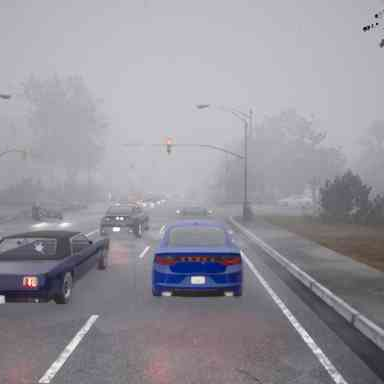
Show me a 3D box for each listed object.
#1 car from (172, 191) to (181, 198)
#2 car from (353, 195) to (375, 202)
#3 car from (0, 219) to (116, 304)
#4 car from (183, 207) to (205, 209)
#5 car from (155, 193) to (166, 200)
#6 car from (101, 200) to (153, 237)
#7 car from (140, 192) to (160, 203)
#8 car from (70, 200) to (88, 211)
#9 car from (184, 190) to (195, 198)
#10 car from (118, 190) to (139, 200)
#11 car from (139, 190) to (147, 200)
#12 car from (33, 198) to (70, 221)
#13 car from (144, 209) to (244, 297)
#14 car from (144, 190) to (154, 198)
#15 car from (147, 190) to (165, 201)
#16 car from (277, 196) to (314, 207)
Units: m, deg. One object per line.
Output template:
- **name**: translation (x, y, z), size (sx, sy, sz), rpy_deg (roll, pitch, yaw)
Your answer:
- **car**: translation (-3.851, 0.737, 85.305), size (2.033, 1.411, 5.357), rpy_deg (0, 1, -4)
- **car**: translation (22.471, 1.175, 43.309), size (4.892, 1.490, 1.837), rpy_deg (0, 1, -3)
- **car**: translation (-3.388, 1.573, 8.020), size (1.895, 1.301, 4.718), rpy_deg (0, 0, 0)
- **car**: translation (0.123, 1.459, 17.549), size (1.994, 1.385, 4.181), rpy_deg (0, 0, 0)
- **car**: translation (-6.997, 0.957, 74.320), size (1.895, 1.301, 4.718), rpy_deg (0, 1, -1)
- **car**: translation (-3.376, 1.402, 17.272), size (1.837, 1.490, 4.892), rpy_deg (0, 0, 0)
- **car**: translation (-7.016, 1.127, 55.487), size (1.994, 1.385, 4.181), rpy_deg (0, 1, 0)
- **car**: translation (-13.711, 1.291, 34.912), size (5.357, 1.411, 2.033), rpy_deg (0, 1, -15)
- **car**: translation (-0.354, 0.419, 85.440), size (2.150, 2.045, 5.566), rpy_deg (0, 1, -4)
- **car**: translation (-10.545, 0.930, 53.876), size (2.097, 1.767, 4.553), rpy_deg (0, 0, 1)
- **car**: translation (-10.474, 0.709, 63.460), size (2.150, 2.045, 5.566), rpy_deg (0, 1, 0)
- **car**: translation (-10.991, 1.332, 25.411), size (1.837, 1.490, 4.892), rpy_deg (4, -2, -30)
- **car**: translation (0.113, 1.446, 8.567), size (1.882, 1.535, 5.008), rpy_deg (0, 0, 0)
- **car**: translation (-10.806, 0.445, 84.255), size (2.150, 2.045, 5.566), rpy_deg (0, 1, -3)
- **car**: translation (-6.976, 0.956, 64.295), size (1.882, 1.535, 5.008), rpy_deg (0, 1, 0)
- **car**: translation (13.283, 1.200, 42.801), size (4.674, 1.442, 1.812), rpy_deg (0, 1, -3)
